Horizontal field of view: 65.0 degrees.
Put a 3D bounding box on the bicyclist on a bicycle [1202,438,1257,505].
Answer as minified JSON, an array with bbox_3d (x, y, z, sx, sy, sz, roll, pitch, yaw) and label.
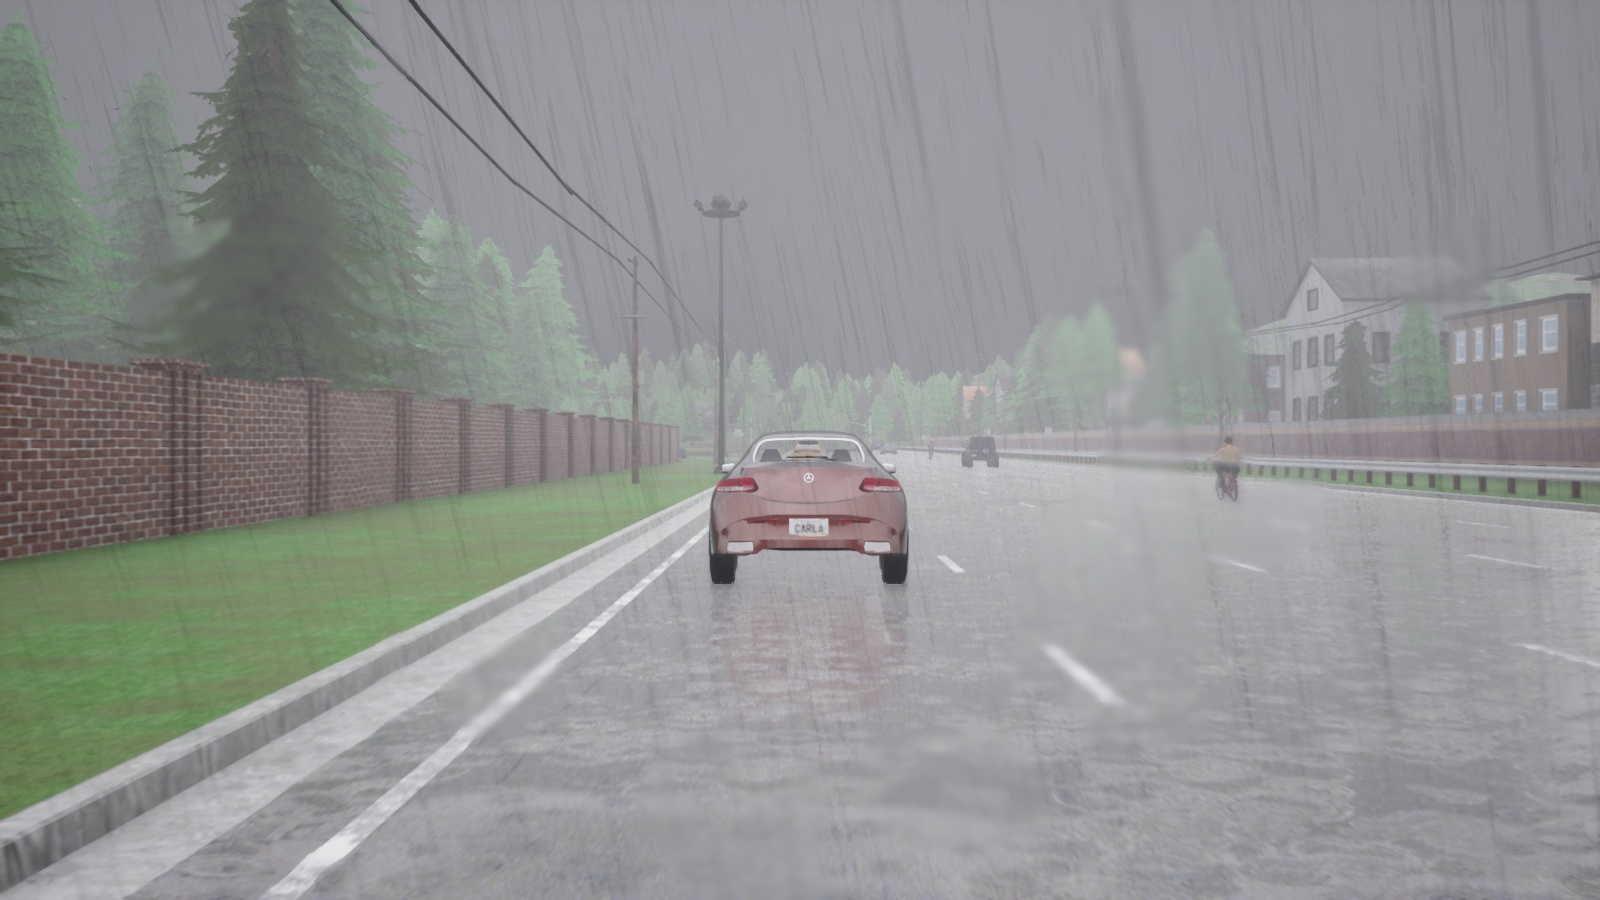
[{"bbox_3d":[10.689,0.515,31.292,0.866,1.612,1.509,0,0,1],"label":"bicyclist on a bicycle"}]

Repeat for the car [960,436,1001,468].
[{"bbox_3d":[10.952,0.120,76.420,1.905,1.878,3.866,0,0,0],"label":"car"}]

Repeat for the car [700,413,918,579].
[{"bbox_3d":[0.101,0.441,14.955,2.152,1.651,5.027,0,0,0],"label":"car"}]
